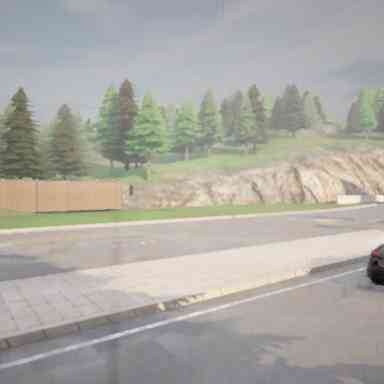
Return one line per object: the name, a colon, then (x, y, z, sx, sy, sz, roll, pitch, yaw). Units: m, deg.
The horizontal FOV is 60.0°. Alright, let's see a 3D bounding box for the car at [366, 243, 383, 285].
car: (6.115, 1.511, 8.110, 4.181, 1.385, 1.994, 0, 0, -36)
